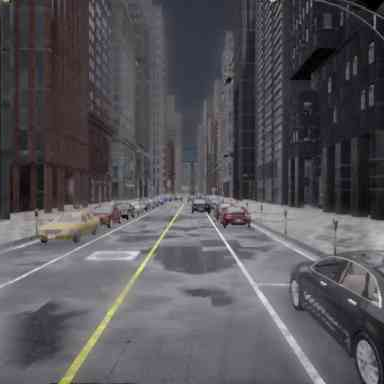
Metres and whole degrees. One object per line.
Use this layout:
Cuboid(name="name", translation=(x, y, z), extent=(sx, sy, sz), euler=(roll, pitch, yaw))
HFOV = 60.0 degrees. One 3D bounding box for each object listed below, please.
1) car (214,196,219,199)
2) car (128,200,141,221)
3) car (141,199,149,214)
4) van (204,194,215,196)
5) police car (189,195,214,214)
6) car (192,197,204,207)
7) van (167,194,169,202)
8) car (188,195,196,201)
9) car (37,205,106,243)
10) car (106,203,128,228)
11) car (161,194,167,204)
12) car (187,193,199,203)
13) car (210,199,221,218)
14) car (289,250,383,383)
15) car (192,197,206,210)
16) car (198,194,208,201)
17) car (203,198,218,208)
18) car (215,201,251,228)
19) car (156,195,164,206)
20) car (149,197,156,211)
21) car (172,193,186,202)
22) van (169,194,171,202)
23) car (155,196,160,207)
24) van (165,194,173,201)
Cuboid(name="car", translation=(2.760, 1.548, 38.778), extent=(2.008, 1.369, 4.403), euler=(0, 0, 0))
Cuboid(name="car", translation=(-5.764, 1.561, 27.488), extent=(1.947, 1.339, 4.313), euler=(0, 0, 0))
Cuboid(name="car", translation=(-5.764, 1.521, 32.954), extent=(1.752, 1.417, 4.829), euler=(0, 0, 0))
Cuboid(name="van", translation=(2.760, 1.341, 44.414), extent=(1.690, 1.788, 3.998), euler=(0, 0, 0))
Cuboid(name="police car", translation=(0.899, 1.422, 35.073), extent=(1.930, 1.638, 5.238), euler=(0, 0, 0))
Cuboid(name="car", translation=(0.848, 1.531, 50.962), extent=(1.812, 1.442, 4.674), euler=(0, 0, 0))
Cuboid(name="van", translation=(-5.766, 1.352, 61.308), extent=(1.690, 1.788, 3.998), euler=(0, 0, 0))
Cuboid(name="car", translation=(-0.002, 1.443, 85.238), extent=(1.837, 1.490, 4.892), euler=(0, 0, 0))
Cuboid(name="car", translation=(-5.764, 1.521, 16.045), extent=(1.752, 1.417, 4.829), euler=(0, 0, 0))
Cuboid(name="car", translation=(-5.764, 1.540, 21.851), extent=(1.887, 1.381, 4.507), euler=(0, 0, 0))
Cuboid(name="car", translation=(-5.766, 1.447, 55.671), extent=(1.967, 1.590, 4.097), euler=(0, 0, 0))
Cuboid(name="car", translation=(-0.001, 1.450, 70.238), extent=(1.812, 1.442, 4.674), euler=(0, 0, 0))
Cuboid(name="car", translation=(2.761, 1.540, 27.506), extent=(1.887, 1.381, 4.507), euler=(0, 0, 0))
Cuboid(name="car", translation=(2.761, 1.549, 4.962), extent=(2.008, 1.369, 4.403), euler=(0, 0, 0))
Cuboid(name="car", translation=(0.899, 1.511, 44.964), extent=(1.837, 1.490, 4.892), euler=(0, 0, 0))
Cuboid(name="car", translation=(2.758, 1.351, 83.868), extent=(2.192, 1.841, 5.009), euler=(0, 0, 0))
Cuboid(name="car", translation=(2.760, 1.554, 50.051), extent=(2.008, 1.369, 4.403), euler=(0, 0, 0))
Cuboid(name="car", translation=(2.761, 1.540, 21.869), extent=(1.887, 1.381, 4.507), euler=(0, 0, 0))
Cuboid(name="car", translation=(-5.765, 1.568, 50.034), extent=(1.947, 1.339, 4.313), euler=(0, 0, 0))
Cuboid(name="car", translation=(-5.765, 1.563, 38.760), extent=(1.947, 1.339, 4.313), euler=(0, 0, 0))
Cuboid(name="car", translation=(-3.001, 1.398, 75.908), extent=(1.882, 1.535, 5.008), euler=(0, 0, 0))
Cuboid(name="van", translation=(-5.766, 1.358, 66.944), extent=(1.690, 1.788, 3.998), euler=(0, 0, 0))
Cuboid(name="car", translation=(-5.765, 1.581, 44.398), extent=(1.802, 1.307, 4.206), euler=(0, 0, 0))
Cuboid(name="van", translation=(-5.767, 1.377, 83.853), extent=(1.690, 1.788, 3.998), euler=(0, 0, 0))
